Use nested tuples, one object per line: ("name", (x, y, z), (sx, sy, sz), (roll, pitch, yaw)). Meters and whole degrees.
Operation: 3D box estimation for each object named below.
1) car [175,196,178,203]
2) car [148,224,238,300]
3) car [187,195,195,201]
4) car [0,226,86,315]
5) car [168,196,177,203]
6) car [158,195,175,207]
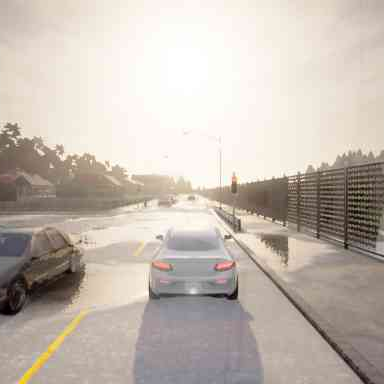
("car", (-4.195, 1.352, 61.740), (2.097, 1.767, 4.553), (0, 0, 0))
("car", (0.037, 1.526, 8.268), (1.812, 1.442, 4.674), (0, 0, 0))
("car", (-0.190, 1.478, 86.391), (1.882, 1.535, 5.008), (0, 0, 0))
("car", (-4.117, 1.547, 7.794), (2.033, 1.411, 5.357), (0, 0, 0))
("car", (-4.153, 1.524, 71.654), (1.812, 1.442, 4.674), (0, 0, 0))
("car", (-4.205, 1.478, 51.810), (1.882, 1.535, 5.008), (0, 0, 0))
